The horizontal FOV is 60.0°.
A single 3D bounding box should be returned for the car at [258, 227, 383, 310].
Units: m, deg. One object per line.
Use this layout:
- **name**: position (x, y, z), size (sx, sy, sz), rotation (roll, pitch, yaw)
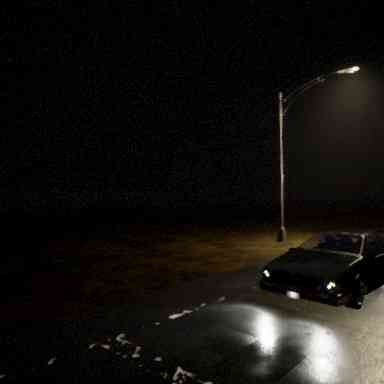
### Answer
- **car**: position (3.909, 1.624, 8.305), size (5.357, 1.411, 2.033), rotation (0, -1, -43)
